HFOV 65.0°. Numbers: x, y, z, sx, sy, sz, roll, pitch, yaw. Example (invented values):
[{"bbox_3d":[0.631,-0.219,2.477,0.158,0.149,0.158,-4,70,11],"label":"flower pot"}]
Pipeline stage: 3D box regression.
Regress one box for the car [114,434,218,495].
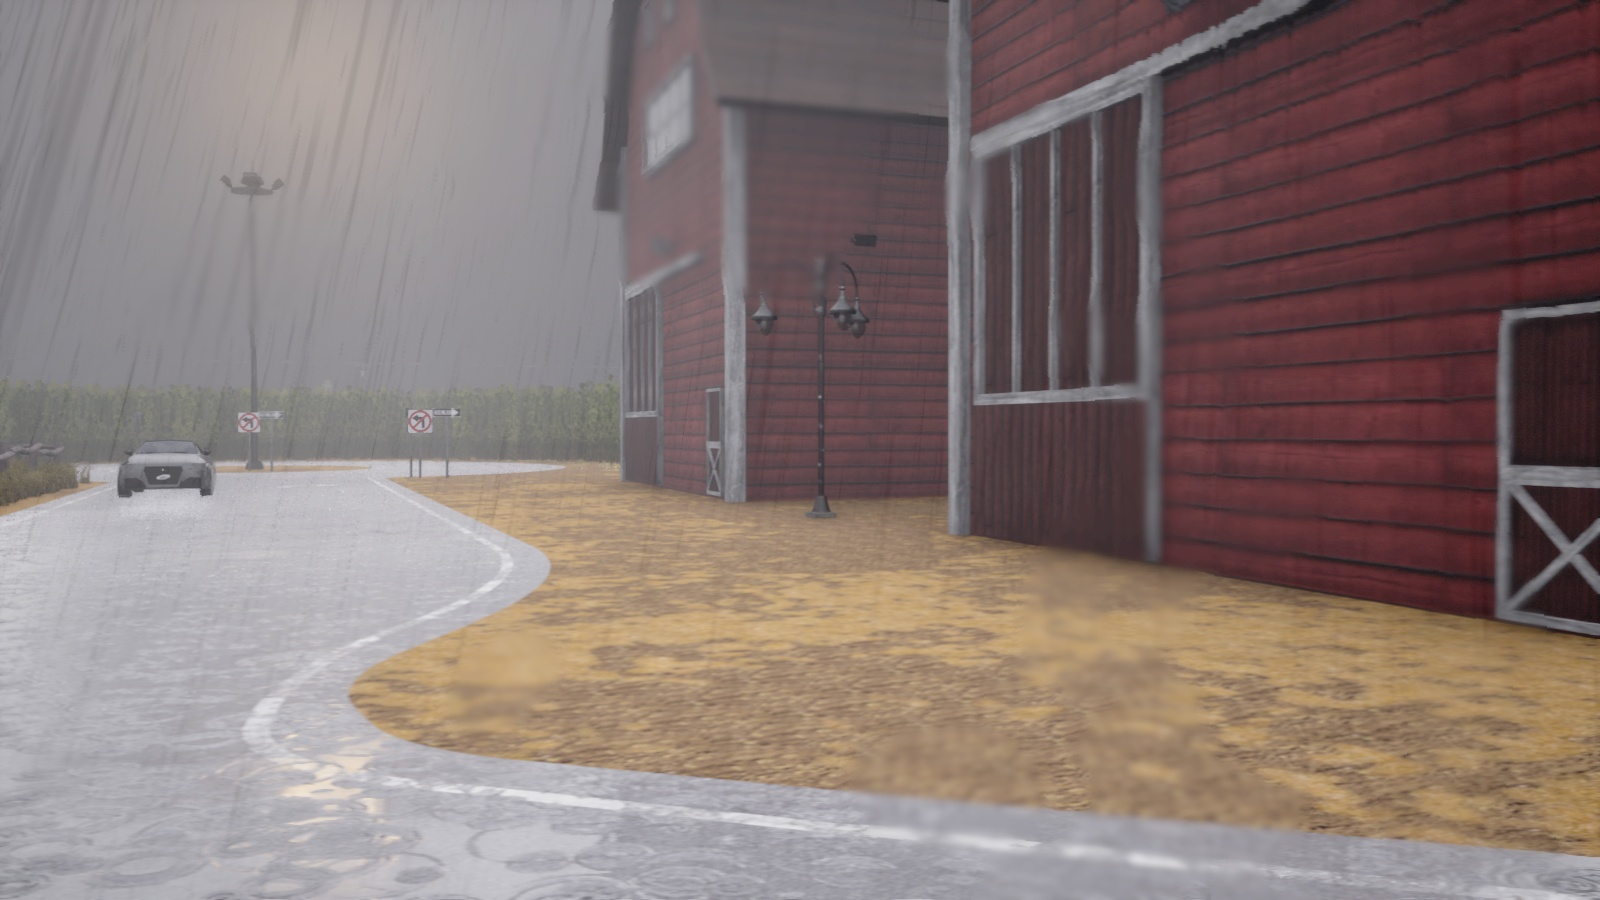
[{"bbox_3d":[-15.617,0.303,31.106,1.994,1.385,4.181,0,1,-23],"label":"car"}]
